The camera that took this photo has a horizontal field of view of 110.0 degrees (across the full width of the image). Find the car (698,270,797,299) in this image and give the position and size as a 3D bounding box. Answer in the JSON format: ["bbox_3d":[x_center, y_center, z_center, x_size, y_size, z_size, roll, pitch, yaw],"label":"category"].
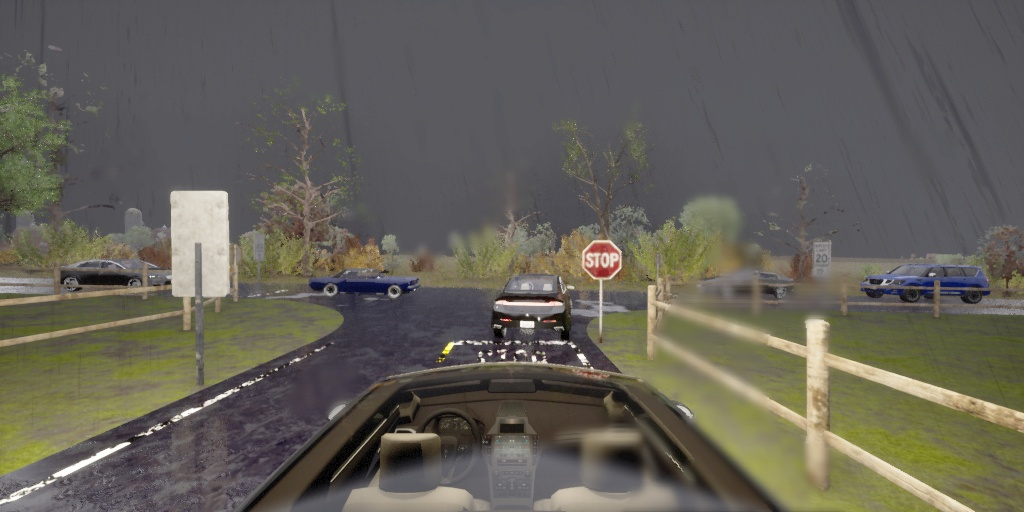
[{"bbox_3d":[13.003,1.525,19.975,4.902,1.511,2.128,1,1,0],"label":"car"}]

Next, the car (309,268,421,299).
[{"bbox_3d":[-6.823,1.248,17.047,4.718,1.301,1.895,1,1,0],"label":"car"}]

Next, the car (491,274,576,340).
[{"bbox_3d":[0.706,1.240,10.016,2.128,1.511,4.902,0,0,9],"label":"car"}]

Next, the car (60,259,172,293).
[{"bbox_3d":[-18.491,0.885,17.062,4.902,1.511,2.128,1,1,0],"label":"car"}]

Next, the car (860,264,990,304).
[{"bbox_3d":[22.898,1.466,19.965,5.566,2.045,2.150,1,1,0],"label":"car"}]
